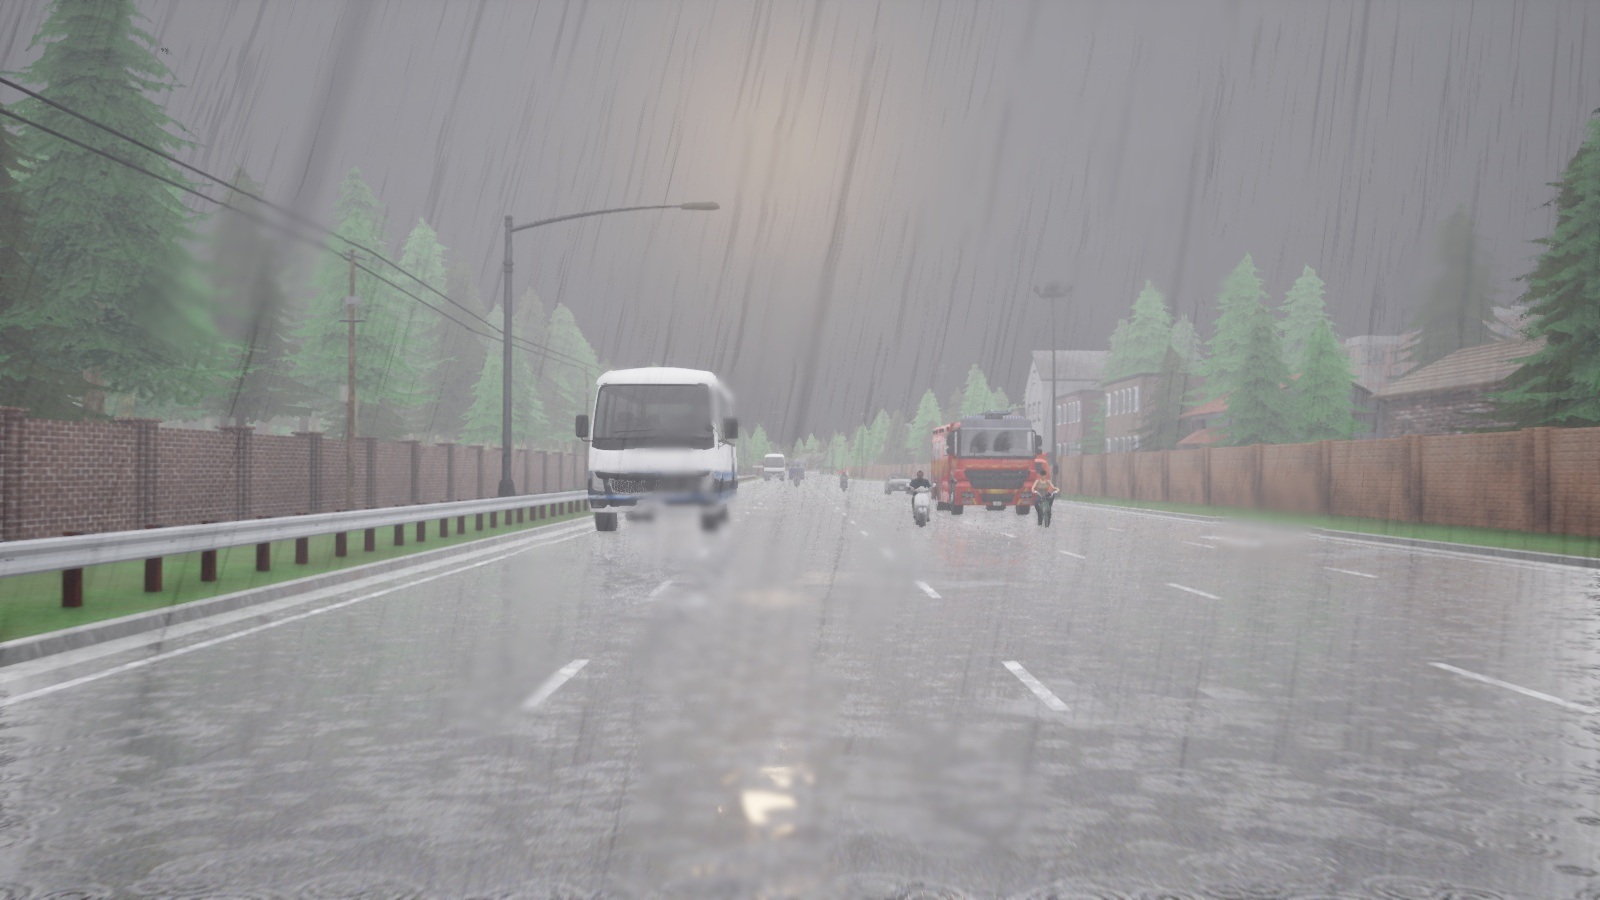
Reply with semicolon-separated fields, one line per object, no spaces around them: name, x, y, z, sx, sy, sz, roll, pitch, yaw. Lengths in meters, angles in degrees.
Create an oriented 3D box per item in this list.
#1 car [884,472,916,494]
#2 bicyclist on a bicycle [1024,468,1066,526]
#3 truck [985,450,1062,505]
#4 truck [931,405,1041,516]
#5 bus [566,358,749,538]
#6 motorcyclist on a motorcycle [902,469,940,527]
car;6.788;2.238;85.807;1.816;1.474;4.193;0;-1;0
bicyclist on a bicycle;6.916;1.318;35.535;0.866;1.612;1.509;0;-1;0
truck;10.353;1.267;58.592;2.627;2.467;5.204;0;-1;0
truck;6.877;0.421;47.727;2.891;3.827;8.468;0;-1;0
bus;-3.592;0.036;34.886;3.944;4.253;10.273;0;-1;0
motorcyclist on a motorcycle;3.412;1.349;35.522;0.866;1.590;1.817;0;-1;0
